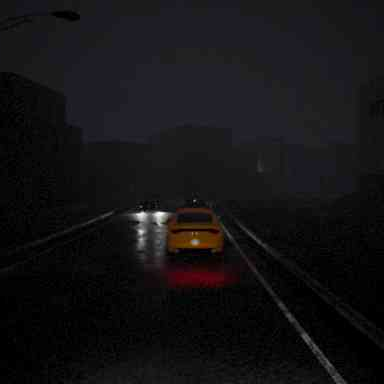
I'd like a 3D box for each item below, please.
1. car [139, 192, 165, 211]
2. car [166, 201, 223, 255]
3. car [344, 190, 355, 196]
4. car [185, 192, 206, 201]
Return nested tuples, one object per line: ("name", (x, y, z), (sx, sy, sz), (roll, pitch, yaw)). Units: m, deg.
("car", (-3.481, 0.808, 29.611), (1.837, 1.490, 4.892), (0, 2, 2))
("car", (0.098, 1.354, 12.756), (1.882, 1.535, 5.008), (0, 1, 0))
("car", (29.492, 0.187, 58.650), (5.008, 1.535, 1.882), (2, 3, 0))
("car", (0.410, 0.711, 33.637), (1.994, 1.385, 4.181), (0, 2, 4))
